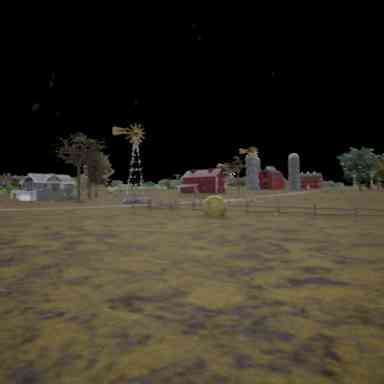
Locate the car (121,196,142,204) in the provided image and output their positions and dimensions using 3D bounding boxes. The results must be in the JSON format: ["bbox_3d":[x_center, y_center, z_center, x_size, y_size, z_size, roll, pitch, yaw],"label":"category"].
[{"bbox_3d":[-12.443,1.697,68.269,1.837,1.490,4.892,-1,-1,36],"label":"car"}]
